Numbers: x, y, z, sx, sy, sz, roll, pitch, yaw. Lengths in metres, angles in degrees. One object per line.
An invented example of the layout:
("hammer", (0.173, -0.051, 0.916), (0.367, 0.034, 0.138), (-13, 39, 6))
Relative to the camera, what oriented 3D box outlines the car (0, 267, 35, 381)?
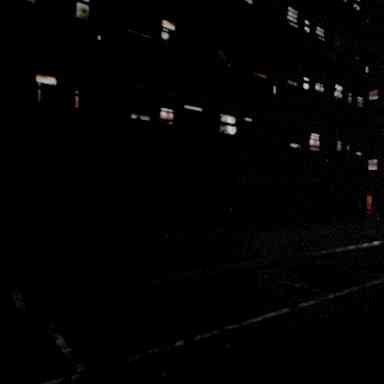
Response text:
("car", (-4.083, 1.433, 3.642), (4.097, 1.590, 1.967), (0, 0, -36))
